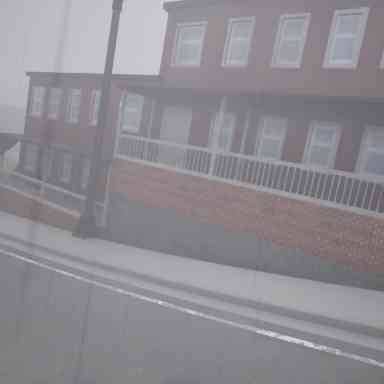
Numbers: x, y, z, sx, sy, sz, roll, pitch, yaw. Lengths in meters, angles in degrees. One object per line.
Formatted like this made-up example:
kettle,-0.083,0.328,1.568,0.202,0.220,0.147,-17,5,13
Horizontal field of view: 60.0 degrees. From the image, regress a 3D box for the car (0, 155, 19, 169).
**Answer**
car,-19.015,-3.052,32.809,1.882,1.535,5.008,15,9,35
